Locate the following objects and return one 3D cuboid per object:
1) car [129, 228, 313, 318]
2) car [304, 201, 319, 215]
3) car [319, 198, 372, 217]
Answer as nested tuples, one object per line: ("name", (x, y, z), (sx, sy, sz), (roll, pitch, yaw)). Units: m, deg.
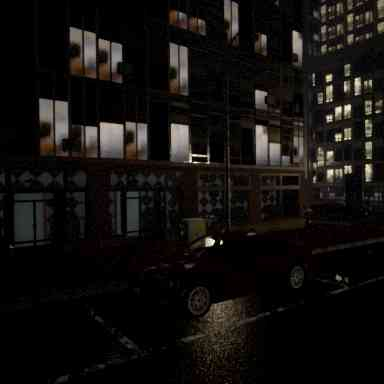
("car", (0.815, 1.543, 7.361), (4.507, 1.381, 1.887), (0, -1, -36))
("car", (9.220, 1.450, 31.326), (2.008, 1.369, 4.403), (-1, 1, -35))
("car", (13.429, 1.489, 29.815), (1.895, 1.301, 4.718), (-1, 1, -36))
